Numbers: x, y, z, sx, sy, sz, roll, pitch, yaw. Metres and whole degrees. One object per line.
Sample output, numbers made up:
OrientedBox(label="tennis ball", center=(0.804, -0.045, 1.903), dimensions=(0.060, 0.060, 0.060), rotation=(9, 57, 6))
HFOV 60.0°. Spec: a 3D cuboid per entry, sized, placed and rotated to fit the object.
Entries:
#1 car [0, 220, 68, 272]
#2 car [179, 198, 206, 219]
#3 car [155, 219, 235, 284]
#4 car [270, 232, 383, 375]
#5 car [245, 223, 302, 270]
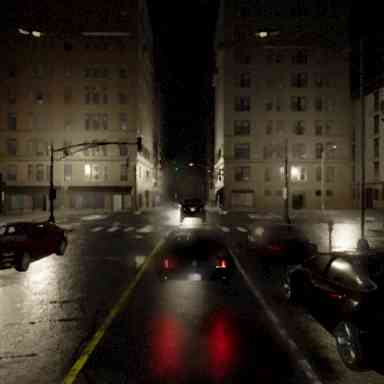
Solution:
OrientedBox(label="car", center=(-5.681, 1.668, 11.181), dimensions=(1.887, 1.381, 4.507), rotation=(-1, -1, 0))
OrientedBox(label="car", center=(0.072, 1.539, 29.588), dimensions=(2.150, 2.045, 5.566), rotation=(0, 0, 0))
OrientedBox(label="car", center=(0.076, 1.711, 9.921), dimensions=(1.895, 1.301, 4.718), rotation=(0, -1, 0))
OrientedBox(label="car", center=(2.866, 1.629, 5.601), dimensions=(1.947, 1.339, 4.313), rotation=(-1, -1, 0))
OrientedBox(label="car", center=(2.864, 1.706, 11.187), dimensions=(1.802, 1.307, 4.206), rotation=(-1, -1, 0))
